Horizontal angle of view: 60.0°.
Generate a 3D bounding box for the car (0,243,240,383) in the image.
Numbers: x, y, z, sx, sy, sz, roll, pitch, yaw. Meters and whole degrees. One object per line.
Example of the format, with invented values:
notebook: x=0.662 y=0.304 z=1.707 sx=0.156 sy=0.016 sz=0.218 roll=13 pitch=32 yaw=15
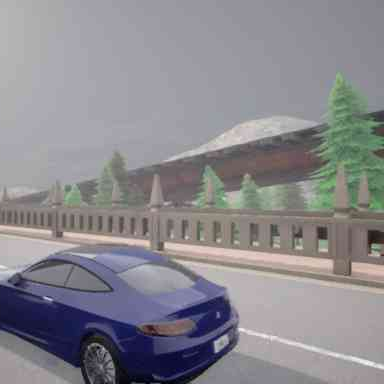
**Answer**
car: x=-1.537 y=1.542 z=5.092 sx=4.674 sy=1.442 sz=1.812 roll=0 pitch=0 yaw=36
